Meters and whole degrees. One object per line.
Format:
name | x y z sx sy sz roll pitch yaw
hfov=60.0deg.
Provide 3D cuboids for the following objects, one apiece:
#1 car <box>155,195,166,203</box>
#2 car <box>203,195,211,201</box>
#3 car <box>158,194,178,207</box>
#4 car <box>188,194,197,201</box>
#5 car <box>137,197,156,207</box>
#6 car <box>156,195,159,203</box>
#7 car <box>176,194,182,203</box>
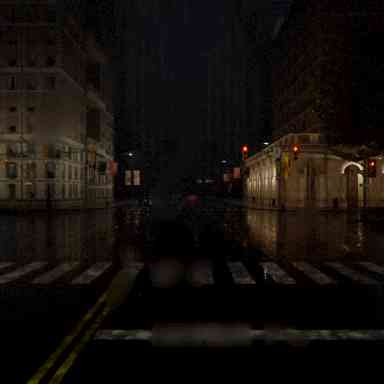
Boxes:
car | -6.917 1.500 73.516 1.837 1.490 4.892 0 0 1
car | 3.633 1.464 78.607 2.033 1.411 5.357 0 0 1
car | -3.607 1.505 50.402 1.837 1.490 4.892 0 0 0
car | 0.133 1.279 78.610 2.097 1.767 4.553 0 0 1
car | -7.108 1.505 50.404 1.837 1.490 4.892 0 0 0
car | -7.058 1.564 63.186 1.994 1.385 4.181 0 0 2
car | -3.550 1.547 63.684 2.033 1.411 5.357 0 0 1
